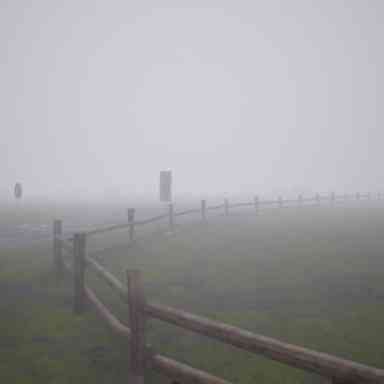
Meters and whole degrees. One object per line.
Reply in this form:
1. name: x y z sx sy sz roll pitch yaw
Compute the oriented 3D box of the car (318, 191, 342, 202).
1. car: 19.318 0.538 46.784 5.008 1.535 1.882 -1 1 -43
